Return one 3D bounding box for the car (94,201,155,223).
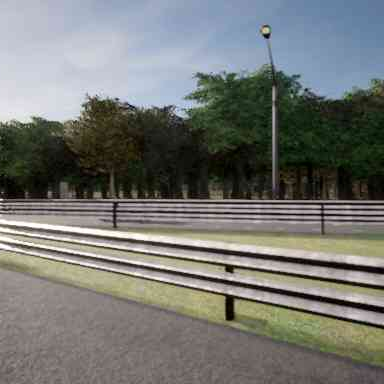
[{"bbox_3d":[-4.567,1.303,22.661,4.181,1.385,1.994,0,0,20],"label":"car"}]
